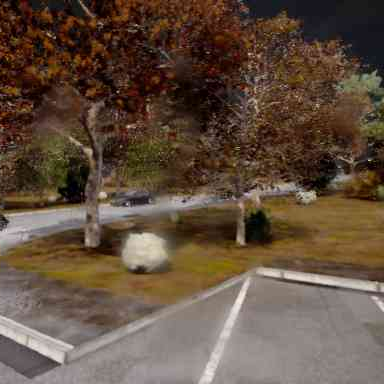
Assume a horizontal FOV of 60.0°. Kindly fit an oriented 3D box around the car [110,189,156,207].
[{"bbox_3d":[-5.553,0.541,31.487,1.837,1.490,4.892,1,4,37],"label":"car"}]

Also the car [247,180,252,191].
[{"bbox_3d":[7.730,-0.970,48.931,2.097,1.767,4.553,1,4,38],"label":"car"}]

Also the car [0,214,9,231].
[{"bbox_3d":[-11.485,1.487,16.638,1.812,1.442,4.674,-2,3,14],"label":"car"}]

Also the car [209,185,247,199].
[{"bbox_3d":[3.837,-0.091,38.159,2.128,1.511,4.902,1,4,37],"label":"car"}]
